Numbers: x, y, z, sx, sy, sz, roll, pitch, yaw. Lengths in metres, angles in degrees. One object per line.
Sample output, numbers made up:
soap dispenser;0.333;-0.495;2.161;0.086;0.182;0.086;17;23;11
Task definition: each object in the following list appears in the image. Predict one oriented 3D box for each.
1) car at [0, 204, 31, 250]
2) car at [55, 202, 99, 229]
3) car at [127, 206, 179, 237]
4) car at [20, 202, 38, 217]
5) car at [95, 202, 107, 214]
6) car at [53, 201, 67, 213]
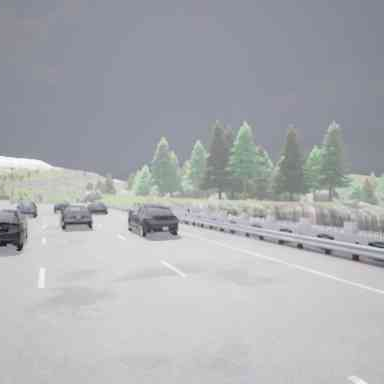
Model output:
car;-8.001;1.462;13.894;1.882;1.535;5.008;0;0;-24
car;-7.752;1.589;22.052;2.033;1.411;5.357;0;-1;-24
car;-2.249;1.516;18.209;1.837;1.490;4.892;0;0;-24
car;-16.213;1.724;32.655;2.033;1.411;5.357;0;-1;-24
car;-10.937;1.793;38.060;1.994;1.385;4.181;0;-1;-24
car;-15.932;1.804;40.762;1.812;1.442;4.674;0;-2;-24
